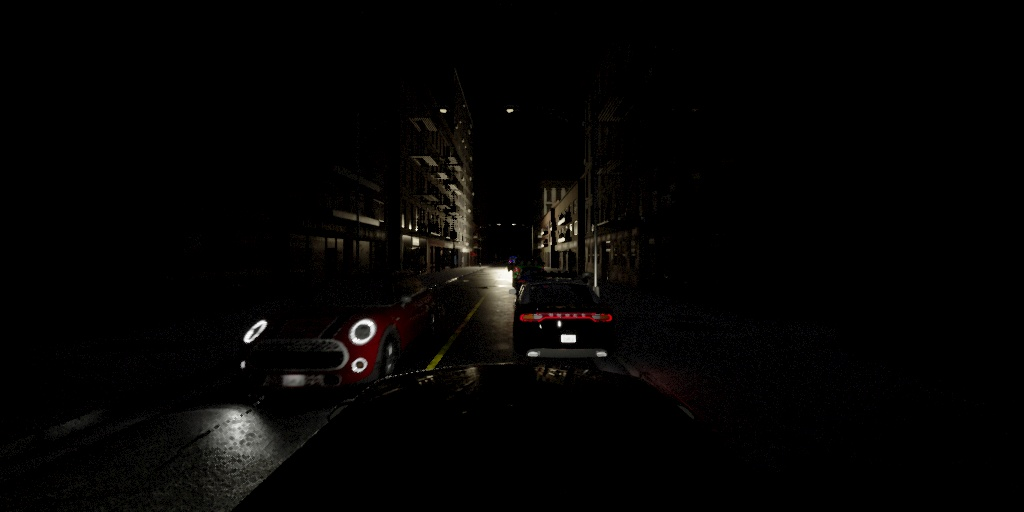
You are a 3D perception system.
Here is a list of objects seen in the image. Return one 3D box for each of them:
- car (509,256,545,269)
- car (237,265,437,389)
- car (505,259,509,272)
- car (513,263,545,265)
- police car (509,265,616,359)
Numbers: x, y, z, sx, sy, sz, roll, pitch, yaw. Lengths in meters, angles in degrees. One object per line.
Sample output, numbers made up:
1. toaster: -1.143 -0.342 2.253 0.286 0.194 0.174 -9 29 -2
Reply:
1. car: 1.089 0.994 24.490 2.150 2.045 5.566 0 0 0
2. car: -2.949 1.103 7.115 2.097 1.767 4.553 0 0 0
3. car: 0.393 1.437 47.056 1.895 1.301 4.718 0 0 1
4. car: 1.041 1.285 18.460 1.812 1.442 4.674 0 0 0
5. police car: 0.963 1.176 8.569 1.930 1.638 5.238 0 0 0
